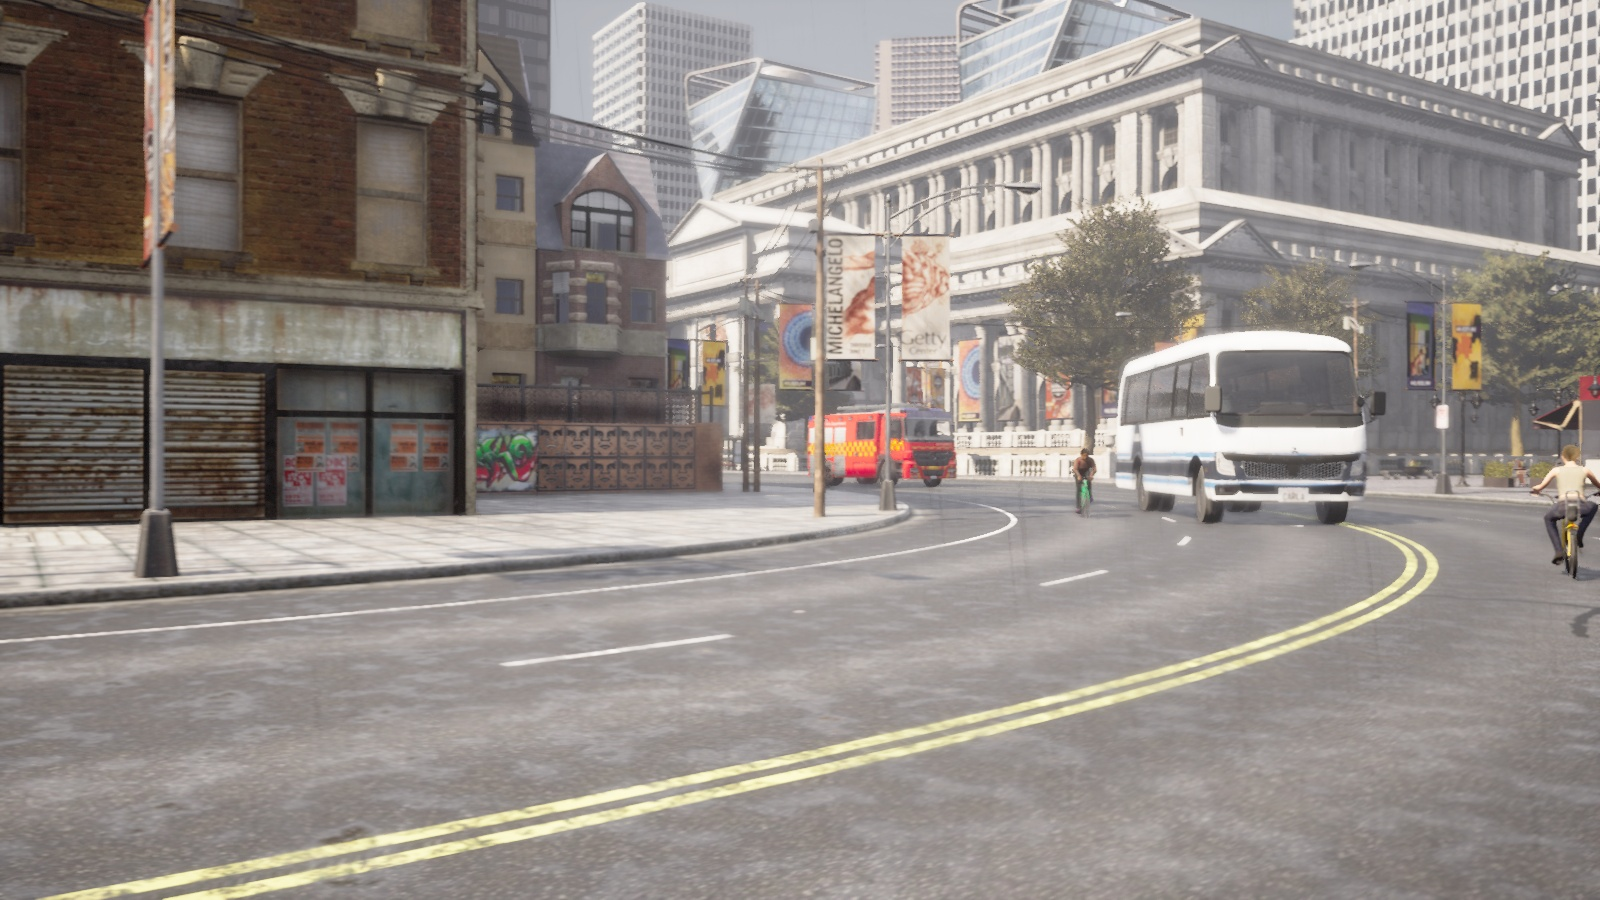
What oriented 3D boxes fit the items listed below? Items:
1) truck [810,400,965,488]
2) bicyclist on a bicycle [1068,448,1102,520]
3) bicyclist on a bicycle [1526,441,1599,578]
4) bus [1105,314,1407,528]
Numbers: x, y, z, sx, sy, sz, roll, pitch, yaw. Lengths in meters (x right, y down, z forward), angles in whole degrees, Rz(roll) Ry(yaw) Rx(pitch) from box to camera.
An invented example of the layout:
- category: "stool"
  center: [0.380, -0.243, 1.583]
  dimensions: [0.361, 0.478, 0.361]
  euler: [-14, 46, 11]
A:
- category: "truck"
  center: [3.905, -0.251, 58.777]
  dimensions: [2.891, 3.827, 8.468]
  euler: [0, 0, -31]
- category: "bicyclist on a bicycle"
  center: [6.614, 0.770, 29.186]
  dimensions: [0.582, 1.620, 1.656]
  euler: [-1, 0, 7]
- category: "bicyclist on a bicycle"
  center: [9.525, 0.705, 15.532]
  dimensions: [0.866, 1.612, 1.509]
  euler: [-1, 0, 28]
- category: "bus"
  center: [10.348, -0.566, 30.217]
  dimensions: [3.944, 4.253, 10.273]
  euler: [0, 0, 3]
